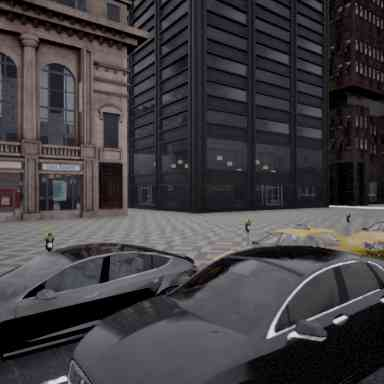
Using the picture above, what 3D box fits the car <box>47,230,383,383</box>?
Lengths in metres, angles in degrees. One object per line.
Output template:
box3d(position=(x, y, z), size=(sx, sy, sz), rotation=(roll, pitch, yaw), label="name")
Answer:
box3d(position=(1.045, 1.504, 4.113), size=(4.892, 1.490, 1.837), rotation=(0, 0, -35), label="car")

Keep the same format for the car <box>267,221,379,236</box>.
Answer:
box3d(position=(2.604, 1.525, 8.488), size=(4.829, 1.417, 1.752), rotation=(0, 0, -35), label="car")

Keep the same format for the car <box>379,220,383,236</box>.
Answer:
box3d(position=(7.205, 1.525, 11.751), size=(4.829, 1.417, 1.752), rotation=(0, 0, -35), label="car")

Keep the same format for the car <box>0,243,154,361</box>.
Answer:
box3d(position=(-1.858, 1.566, 5.322), size=(4.313, 1.339, 1.947), rotation=(0, 0, -35), label="car")
